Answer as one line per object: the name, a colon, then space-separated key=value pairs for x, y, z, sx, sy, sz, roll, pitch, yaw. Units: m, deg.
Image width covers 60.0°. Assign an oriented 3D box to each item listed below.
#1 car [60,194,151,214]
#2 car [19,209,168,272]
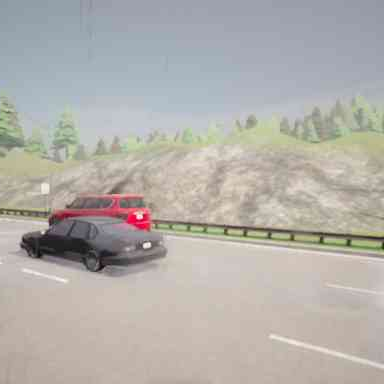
car: x=-4.404 y=1.123 z=15.605 sx=5.566 sy=2.045 sz=2.150 roll=0 pitch=0 yaw=35
car: x=-3.272 y=1.480 z=10.515 sx=5.357 sy=1.411 sz=2.033 roll=1 pitch=0 yaw=35
